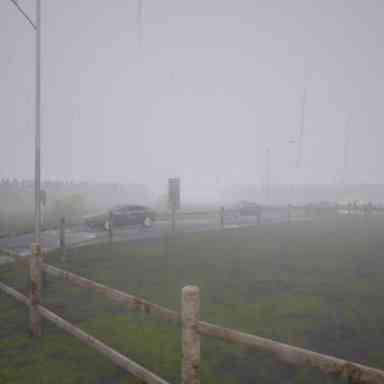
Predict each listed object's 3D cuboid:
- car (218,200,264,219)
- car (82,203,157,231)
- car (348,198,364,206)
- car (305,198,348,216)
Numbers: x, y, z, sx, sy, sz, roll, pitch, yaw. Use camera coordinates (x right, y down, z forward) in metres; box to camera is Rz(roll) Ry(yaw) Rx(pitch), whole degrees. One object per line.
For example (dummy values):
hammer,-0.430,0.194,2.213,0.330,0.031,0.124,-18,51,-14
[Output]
car,4.322,1.503,29.141,4.902,1.511,2.128,0,0,-42
car,-4.432,1.503,20.836,1.837,1.490,4.892,1,0,44
car,19.824,1.510,42.051,5.008,1.535,1.882,0,0,-37
car,13.078,1.546,32.865,4.892,1.490,1.837,0,0,-40
